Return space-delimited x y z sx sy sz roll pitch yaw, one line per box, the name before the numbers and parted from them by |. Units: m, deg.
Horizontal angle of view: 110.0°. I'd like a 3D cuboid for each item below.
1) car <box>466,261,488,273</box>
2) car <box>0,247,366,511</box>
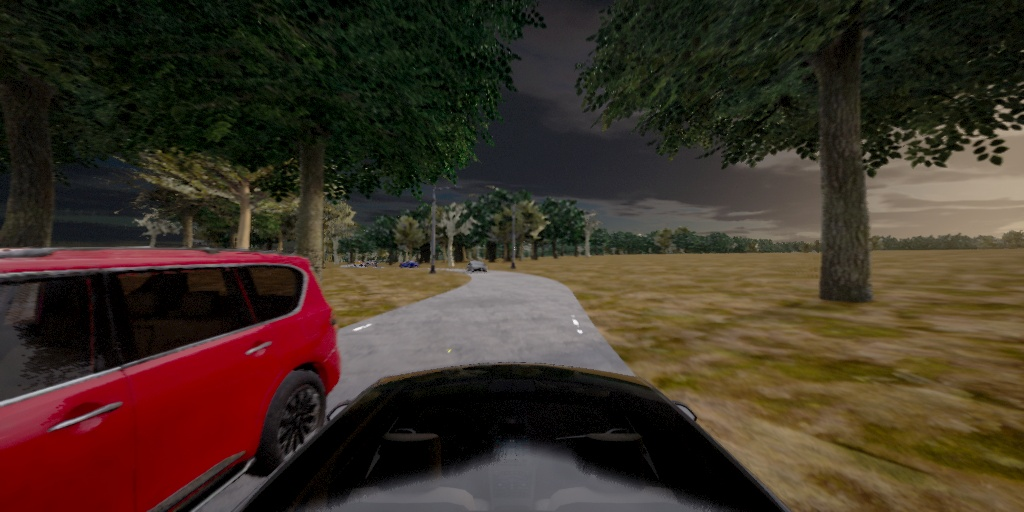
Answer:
car | -4.272 1.312 43.571 1.837 1.490 4.892 1 0 -19
car | -3.039 0.953 1.819 2.150 2.045 5.566 0 0 1
